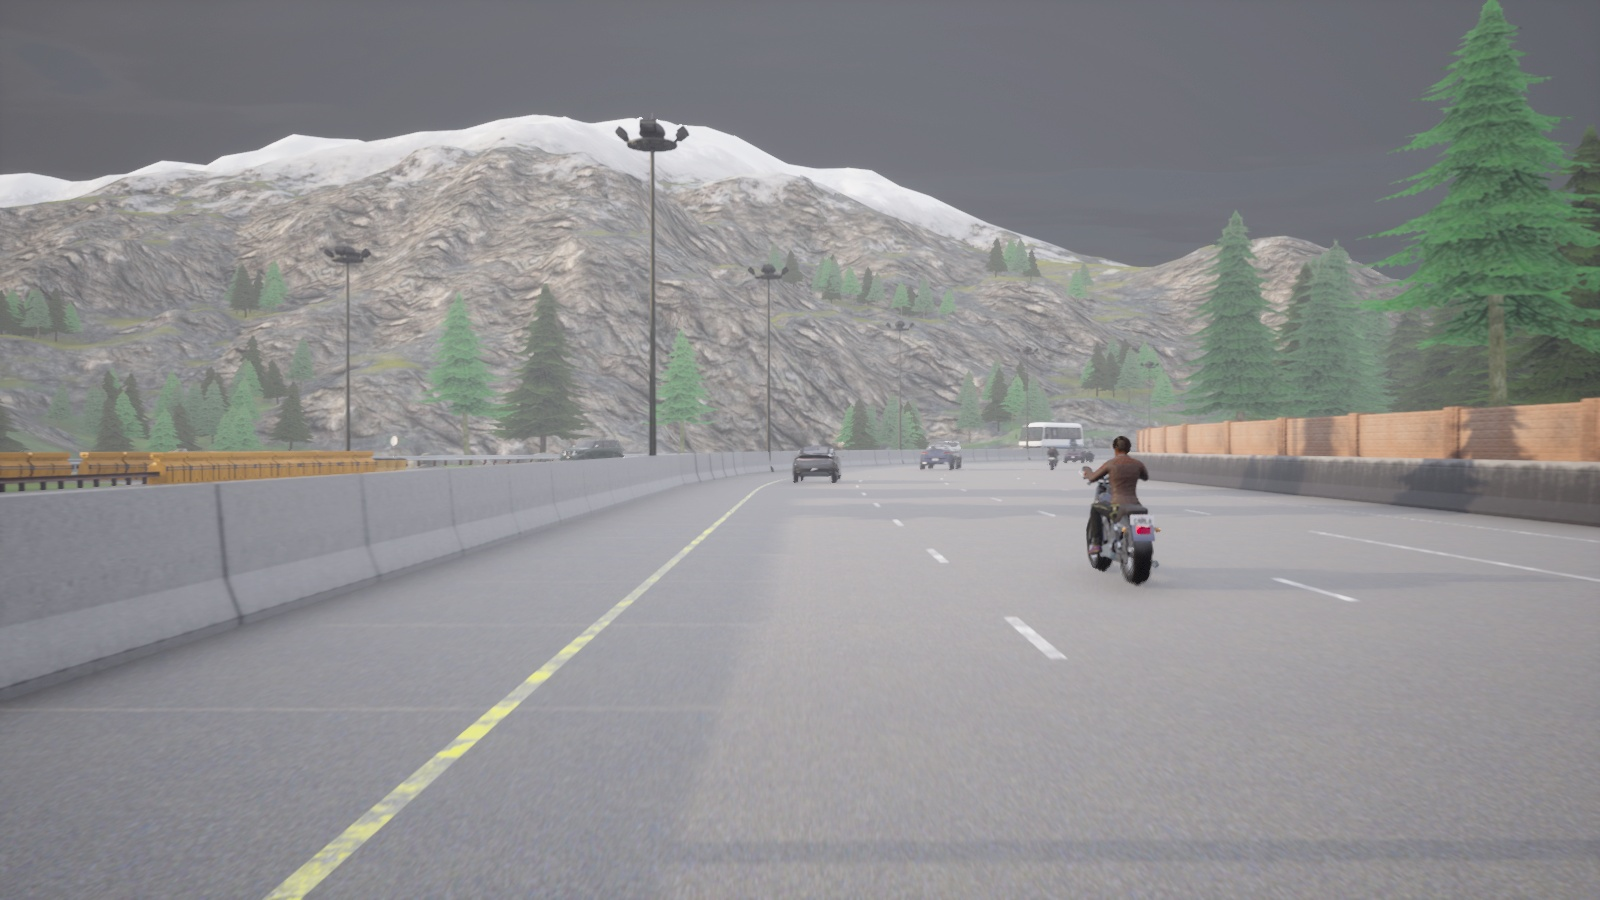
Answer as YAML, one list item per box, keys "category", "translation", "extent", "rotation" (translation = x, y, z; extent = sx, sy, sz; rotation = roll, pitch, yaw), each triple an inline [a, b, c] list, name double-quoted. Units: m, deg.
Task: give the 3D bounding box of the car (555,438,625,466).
- category: "car"
  translation: [-15.710, 0.163, 94.274]
  extent: [2.150, 2.045, 5.566]
  rotation: [0, 0, 31]

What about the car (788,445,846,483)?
- category: "car"
  translation: [0.776, 0.541, 52.796]
  extent: [2.128, 1.511, 4.902]
  rotation: [0, 0, 5]

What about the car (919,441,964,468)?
- category: "car"
  translation: [9.050, 0.287, 79.840]
  extent: [2.152, 1.651, 5.027]
  rotation: [0, 0, 15]

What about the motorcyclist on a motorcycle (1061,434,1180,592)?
- category: "motorcyclist on a motorcycle"
  translation: [3.597, 0.656, 14.301]
  extent: [0.766, 1.649, 2.350]
  rotation: [0, 0, 0]
